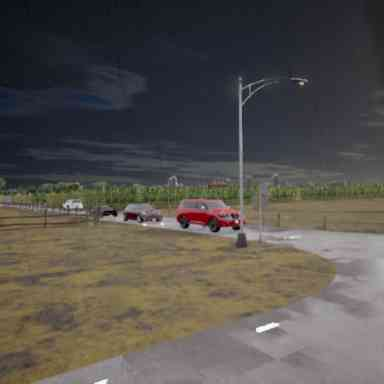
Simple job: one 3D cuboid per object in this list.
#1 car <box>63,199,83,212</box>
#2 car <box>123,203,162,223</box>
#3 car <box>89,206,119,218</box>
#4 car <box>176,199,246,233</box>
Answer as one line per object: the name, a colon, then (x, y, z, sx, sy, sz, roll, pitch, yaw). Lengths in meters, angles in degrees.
car: (-20.812, 2.308, 57.994, 2.150, 2.045, 5.566, 0, -1, -36)
car: (-4.549, 1.820, 30.309, 2.097, 1.767, 4.553, 0, -1, -36)
car: (-10.122, 2.255, 38.077, 1.895, 1.301, 4.718, 0, -1, -36)
car: (1.106, 1.504, 22.425, 2.150, 2.045, 5.566, 0, -1, -36)
